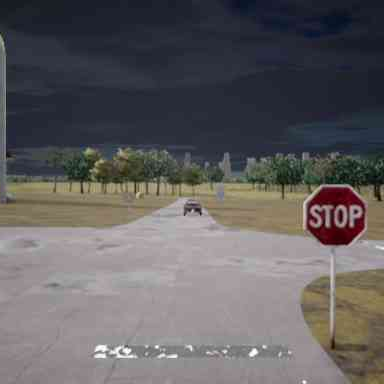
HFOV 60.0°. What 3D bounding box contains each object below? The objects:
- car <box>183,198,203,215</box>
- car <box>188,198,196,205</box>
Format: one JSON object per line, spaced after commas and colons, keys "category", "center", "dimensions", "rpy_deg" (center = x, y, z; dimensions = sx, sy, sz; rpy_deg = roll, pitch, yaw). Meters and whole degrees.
{"category": "car", "center": [0.088, 1.668, 36.679], "dimensions": [1.837, 1.490, 4.892], "rpy_deg": [0, 0, 0]}
{"category": "car", "center": [-0.008, 2.025, 71.069], "dimensions": [1.812, 1.442, 4.674], "rpy_deg": [0, 0, 0]}
